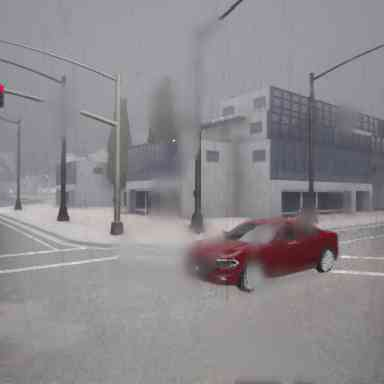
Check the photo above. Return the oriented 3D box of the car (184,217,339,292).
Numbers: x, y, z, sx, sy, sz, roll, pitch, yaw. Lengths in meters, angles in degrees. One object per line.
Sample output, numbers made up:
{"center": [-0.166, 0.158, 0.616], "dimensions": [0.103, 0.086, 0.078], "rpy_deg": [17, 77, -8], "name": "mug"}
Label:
{"center": [2.078, 1.500, 9.147], "dimensions": [5.008, 1.535, 1.882], "rpy_deg": [0, 0, -38], "name": "car"}
